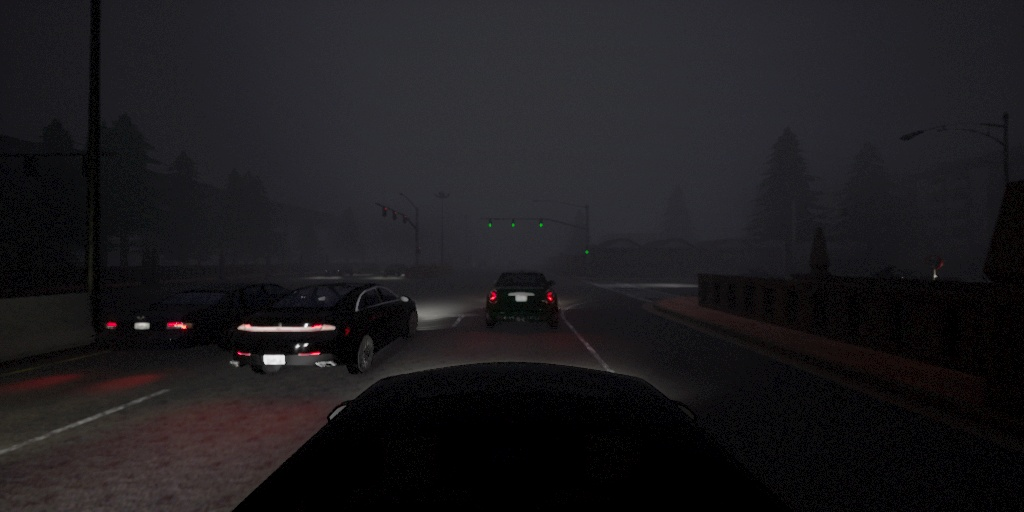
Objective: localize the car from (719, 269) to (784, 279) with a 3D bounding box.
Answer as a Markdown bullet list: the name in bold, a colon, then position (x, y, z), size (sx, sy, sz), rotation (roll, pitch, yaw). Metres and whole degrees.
- **car**: position (18.061, 1.633, 27.771), size (4.718, 1.301, 1.895), rotation (0, -1, 2)

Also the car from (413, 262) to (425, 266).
- **car**: position (-14.102, 1.902, 53.289), size (1.895, 1.301, 4.718), rotation (0, -1, 0)

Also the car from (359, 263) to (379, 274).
- **car**: position (-21.098, 1.778, 53.182), size (1.882, 1.535, 5.008), rotation (0, -1, 0)

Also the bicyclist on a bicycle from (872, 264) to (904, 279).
- **bicyclist on a bicycle**: position (17.865, 1.222, 17.079), size (0.582, 1.620, 1.656), rotation (0, 0, -14)

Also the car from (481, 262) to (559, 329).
- **car**: position (0.396, 1.221, 12.025), size (2.097, 1.767, 4.553), rotation (0, -1, 4)

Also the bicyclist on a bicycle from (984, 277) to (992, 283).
- **bicyclist on a bicycle**: position (22.200, 1.213, 16.229), size (0.582, 1.620, 1.656), rotation (0, -1, -35)

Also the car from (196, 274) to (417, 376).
- **car**: position (-3.420, 1.310, 7.600), size (2.128, 1.511, 4.902), rotation (0, -1, 0)

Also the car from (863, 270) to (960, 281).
- **car**: position (26.556, 1.591, 23.844), size (4.718, 1.301, 1.895), rotation (0, -1, 2)

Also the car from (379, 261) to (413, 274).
- **car**: position (-14.108, 1.681, 43.946), size (1.882, 1.535, 5.008), rotation (0, -1, 0)

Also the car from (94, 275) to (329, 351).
- **car**: position (-6.915, 1.384, 9.218), size (2.033, 1.411, 5.357), rotation (0, -1, 0)

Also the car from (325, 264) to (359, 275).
- **car**: position (-21.107, 1.731, 44.120), size (1.812, 1.442, 4.674), rotation (0, -1, 0)
